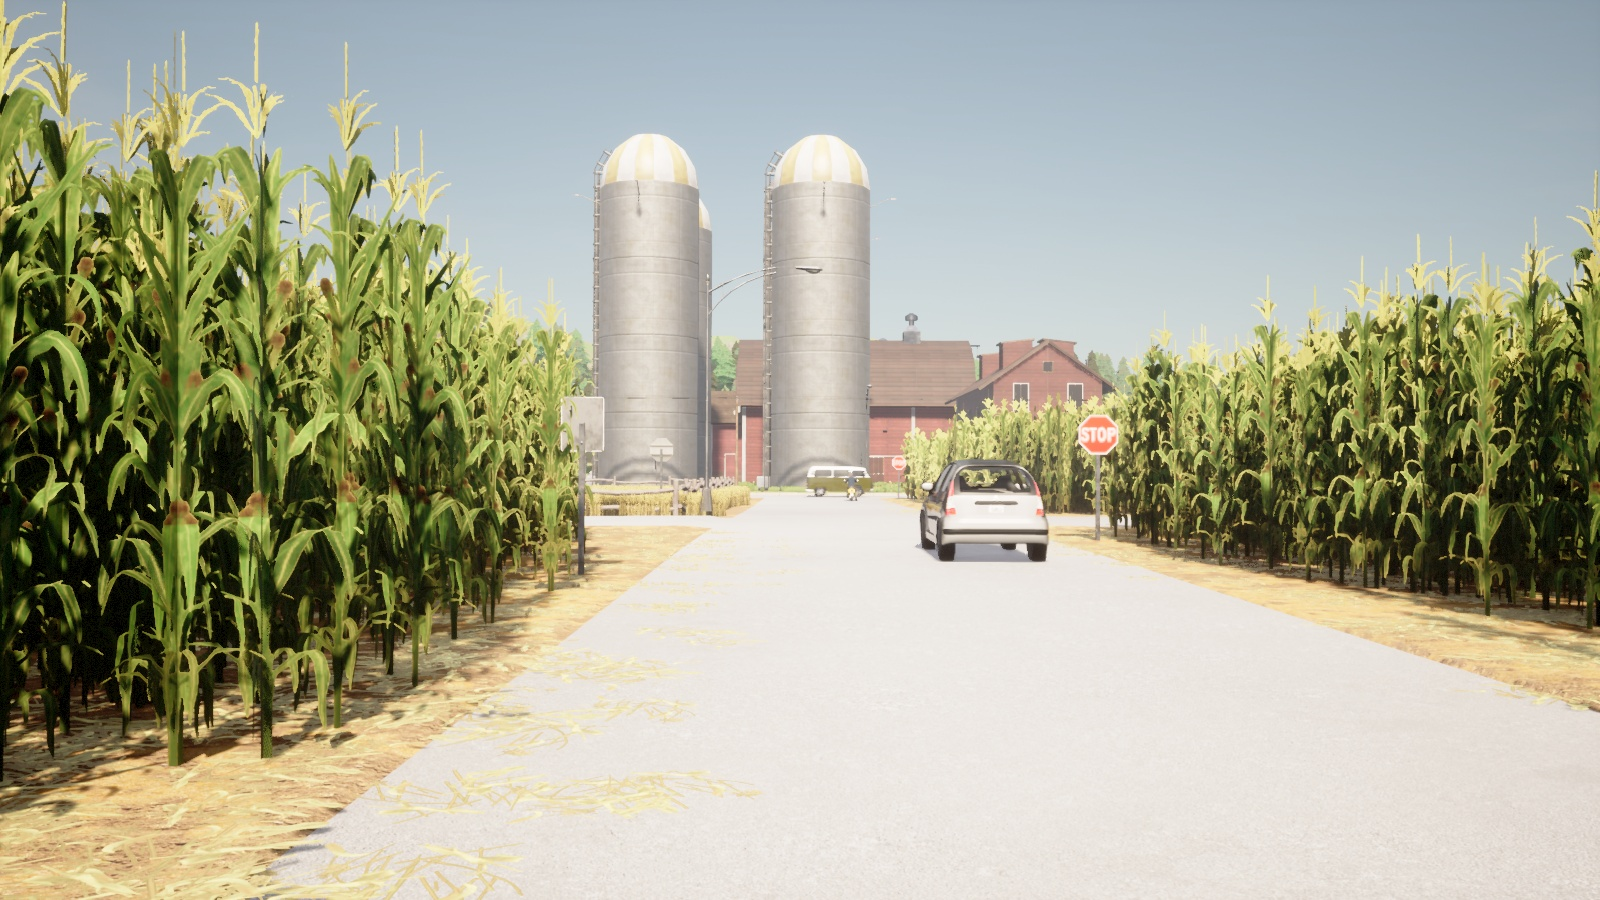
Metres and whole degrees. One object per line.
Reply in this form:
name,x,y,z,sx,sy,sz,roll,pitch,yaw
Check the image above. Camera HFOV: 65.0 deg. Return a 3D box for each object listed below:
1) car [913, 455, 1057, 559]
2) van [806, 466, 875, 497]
car,3.052,0.903,21.457,1.851,1.617,3.988,0,-1,0
van,2.652,2.066,82.638,4.480,2.038,2.069,0,-1,0
